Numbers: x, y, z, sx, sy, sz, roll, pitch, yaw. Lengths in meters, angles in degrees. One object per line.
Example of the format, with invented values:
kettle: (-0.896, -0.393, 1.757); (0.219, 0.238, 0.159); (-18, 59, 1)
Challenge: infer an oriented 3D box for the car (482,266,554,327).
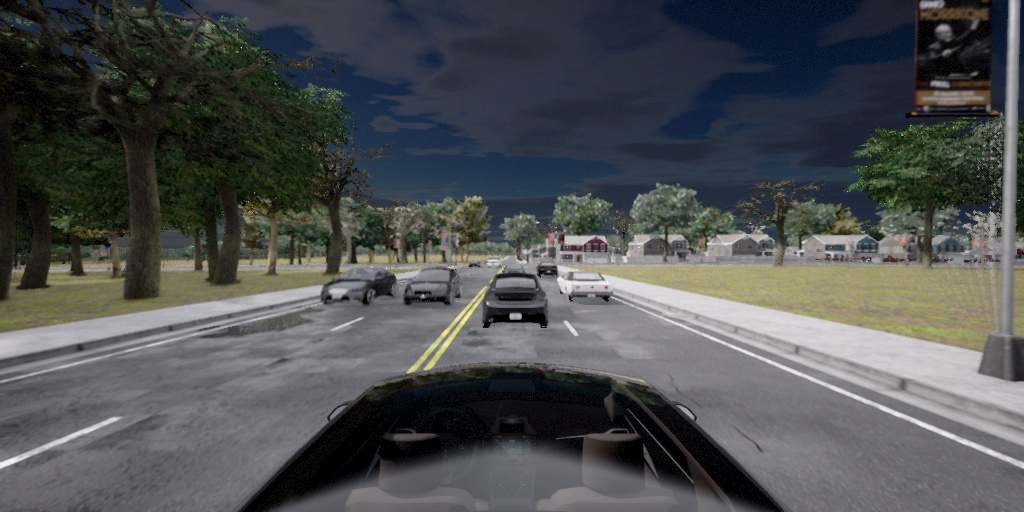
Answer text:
car: (0.101, 1.272, 11.548); (1.837, 1.490, 4.892); (0, 0, 0)

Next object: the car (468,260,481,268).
car: (-6.429, 1.391, 62.565); (2.033, 1.411, 5.357); (0, 0, 1)

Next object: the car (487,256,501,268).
car: (-3.177, 1.058, 63.209); (2.150, 2.045, 5.566); (0, 0, 1)

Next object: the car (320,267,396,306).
car: (-6.577, 1.264, 15.955); (2.128, 1.511, 4.902); (0, 0, 0)

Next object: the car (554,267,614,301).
car: (3.373, 1.375, 17.364); (1.895, 1.301, 4.718); (0, 0, 0)

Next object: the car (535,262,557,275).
car: (3.406, 1.280, 35.439); (1.882, 1.535, 5.008); (0, 0, 0)

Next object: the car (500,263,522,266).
car: (0.148, 1.399, 32.525); (1.895, 1.301, 4.718); (0, 0, 0)

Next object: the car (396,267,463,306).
car: (-3.327, 1.277, 15.841); (1.837, 1.490, 4.892); (0, 0, 0)
